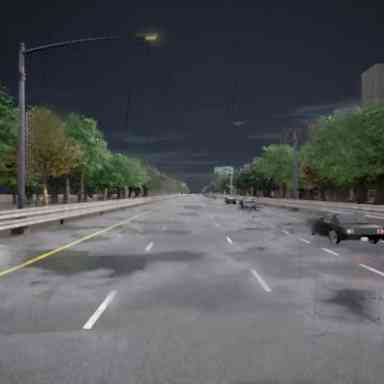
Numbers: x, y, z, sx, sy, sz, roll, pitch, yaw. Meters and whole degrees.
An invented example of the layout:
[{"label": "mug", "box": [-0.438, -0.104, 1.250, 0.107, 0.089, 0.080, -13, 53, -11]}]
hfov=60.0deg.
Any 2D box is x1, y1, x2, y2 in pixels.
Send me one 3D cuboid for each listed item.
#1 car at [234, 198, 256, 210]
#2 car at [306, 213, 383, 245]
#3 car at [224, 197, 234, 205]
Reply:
[{"label": "car", "box": [7.099, 1.585, 43.109, 2.128, 1.511, 4.902, 0, 0, 0]}, {"label": "car", "box": [7.012, 1.629, 15.731, 1.895, 1.301, 4.718, 0, 0, 0]}, {"label": "car", "box": [7.216, 1.629, 63.425, 1.882, 1.535, 5.008, 0, 0, 0]}]
